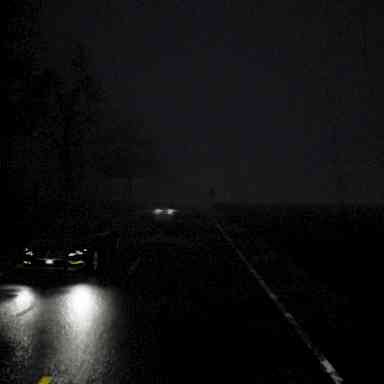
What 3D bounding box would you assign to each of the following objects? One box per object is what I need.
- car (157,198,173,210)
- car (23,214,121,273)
[{"bbox_3d":[-3.588,1.498,44.622,1.882,1.535,5.008,0,0,0],"label":"car"},{"bbox_3d":[-3.601,1.513,10.828,1.837,1.490,4.892,0,0,0],"label":"car"}]
